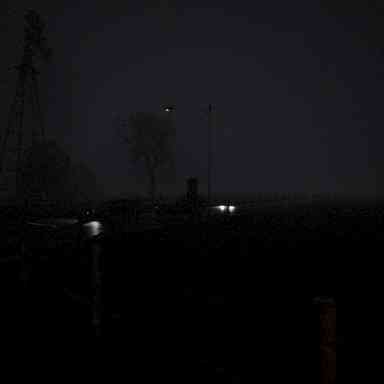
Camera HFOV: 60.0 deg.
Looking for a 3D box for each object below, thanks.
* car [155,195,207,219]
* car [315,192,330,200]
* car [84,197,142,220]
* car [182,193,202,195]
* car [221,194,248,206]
[{"bbox_3d":[-0.975,1.250,26.388,1.812,1.442,4.674,1,2,35],"label":"car"},{"bbox_3d":[24.552,0.711,62.441,1.994,1.385,4.181,1,1,36],"label":"car"},{"bbox_3d":[-6.023,1.206,25.676,1.837,1.490,4.892,1,2,35],"label":"car"},{"bbox_3d":[-0.383,0.925,33.629,2.097,1.767,4.553,1,2,35],"label":"car"},{"bbox_3d":[5.388,1.005,41.778,1.994,1.385,4.181,1,2,35],"label":"car"}]
